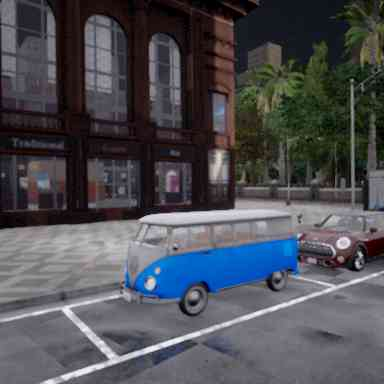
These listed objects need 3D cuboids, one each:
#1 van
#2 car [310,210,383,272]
[{"bbox_3d":[0.539,1.298,7.115,3.998,1.788,1.690,-1,0,-36],"label":"van"},{"bbox_3d":[4.905,1.340,10.338,4.097,1.590,1.967,-1,0,-36],"label":"car"}]
